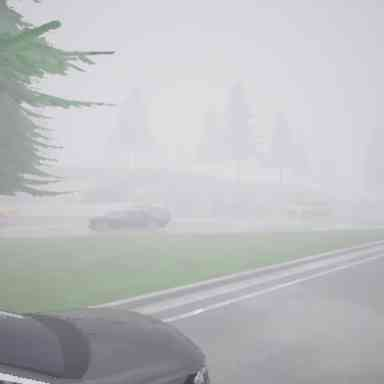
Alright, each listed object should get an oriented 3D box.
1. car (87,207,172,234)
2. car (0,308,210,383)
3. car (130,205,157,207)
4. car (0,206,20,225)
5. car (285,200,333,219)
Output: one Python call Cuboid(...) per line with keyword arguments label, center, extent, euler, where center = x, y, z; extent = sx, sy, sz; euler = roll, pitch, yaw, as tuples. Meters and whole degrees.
Cuboid(label="car", center=(-3.850, 1.742, 20.119), extent=(4.718, 1.301, 1.895), euler=(0, 0, -12))
Cuboid(label="car", center=(-2.015, 1.504, 2.052), extent=(4.902, 1.511, 2.128), euler=(1, 0, -38))
Cuboid(label="car", center=(-3.879, 1.659, 23.702), extent=(4.902, 1.511, 2.128), euler=(0, 0, -12))
Cuboid(label="car", center=(-15.440, 1.638, 24.426), extent=(5.008, 1.535, 1.882), euler=(0, -1, -21))
Cuboid(label="car", center=(11.074, 1.587, 31.500), extent=(4.553, 1.767, 2.097), euler=(0, 0, -25))
